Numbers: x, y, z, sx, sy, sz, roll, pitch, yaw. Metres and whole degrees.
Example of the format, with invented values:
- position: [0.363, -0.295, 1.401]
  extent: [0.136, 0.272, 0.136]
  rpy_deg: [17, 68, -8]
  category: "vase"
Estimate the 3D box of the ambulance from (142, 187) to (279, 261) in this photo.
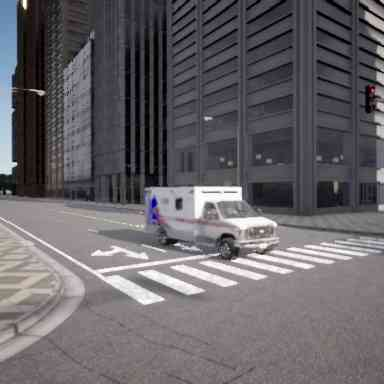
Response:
- position: [0.446, 1.015, 13.230]
  extent: [2.351, 2.431, 6.366]
  rpy_deg: [0, 0, -35]
  category: "ambulance"
